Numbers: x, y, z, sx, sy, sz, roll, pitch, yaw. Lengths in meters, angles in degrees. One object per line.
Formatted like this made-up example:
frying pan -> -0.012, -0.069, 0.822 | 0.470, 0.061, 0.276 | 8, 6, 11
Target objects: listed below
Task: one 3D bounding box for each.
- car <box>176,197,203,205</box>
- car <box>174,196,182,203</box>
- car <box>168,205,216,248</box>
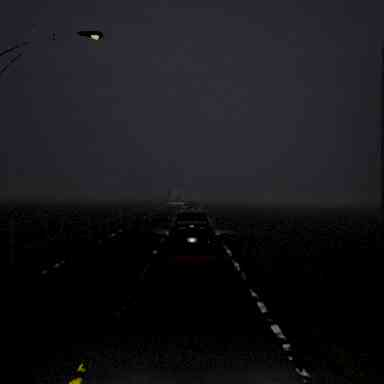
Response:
car -> 0.000, 1.498, 29.658 | 2.128, 1.511, 4.902 | 0, 0, 0
car -> -2.750, 1.579, 71.744 | 1.994, 1.385, 4.181 | 0, 0, 0
car -> 0.000, 1.516, 14.657 | 1.837, 1.490, 4.892 | 0, 0, 0
